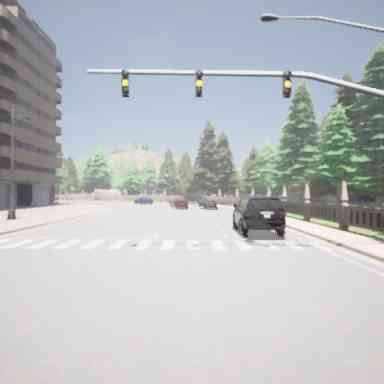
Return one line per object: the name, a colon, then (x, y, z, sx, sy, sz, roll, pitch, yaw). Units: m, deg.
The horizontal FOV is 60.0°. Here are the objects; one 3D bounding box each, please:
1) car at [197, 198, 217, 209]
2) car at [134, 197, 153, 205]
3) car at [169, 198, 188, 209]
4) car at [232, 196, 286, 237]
car: (2.033, 1.563, 45.791, 2.128, 1.511, 4.902, 0, 0, -13)
car: (-8.823, 1.560, 60.646, 1.812, 1.442, 4.674, 0, 0, -41)
car: (-1.936, 1.529, 47.213, 1.882, 1.535, 5.008, 1, 0, -16)
car: (3.598, 1.258, 18.587, 2.150, 2.045, 5.566, 0, 0, 0)
